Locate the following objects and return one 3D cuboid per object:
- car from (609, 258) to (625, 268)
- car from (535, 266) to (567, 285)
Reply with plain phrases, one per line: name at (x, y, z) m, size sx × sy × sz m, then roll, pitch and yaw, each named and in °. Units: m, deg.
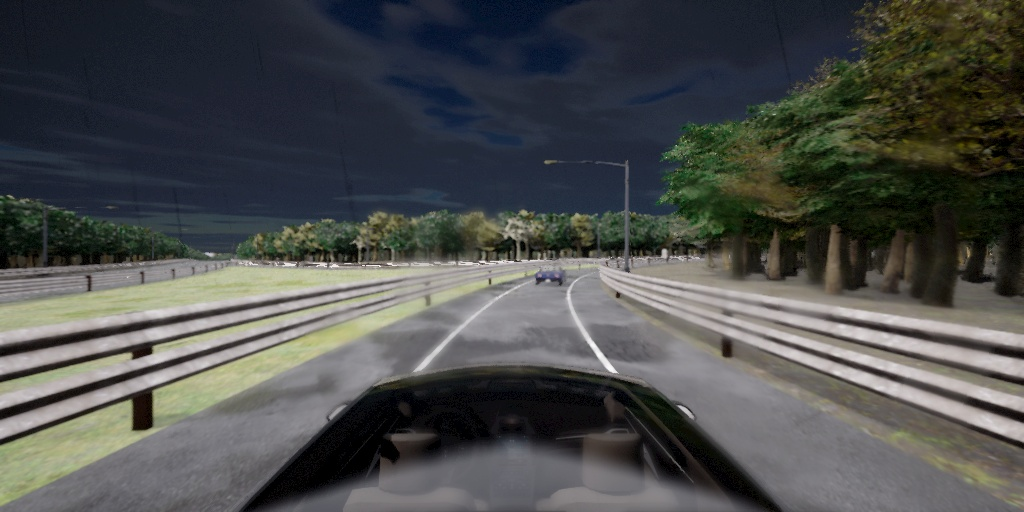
car at (17.336, 1.118, 59.283) m, size 1.837 × 1.490 × 4.892 m, roll 0°, pitch -1°, yaw 34°
car at (2.967, 1.367, 26.334) m, size 1.895 × 1.301 × 4.718 m, roll 0°, pitch 0°, yaw 13°
